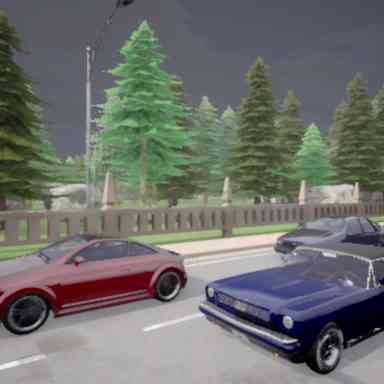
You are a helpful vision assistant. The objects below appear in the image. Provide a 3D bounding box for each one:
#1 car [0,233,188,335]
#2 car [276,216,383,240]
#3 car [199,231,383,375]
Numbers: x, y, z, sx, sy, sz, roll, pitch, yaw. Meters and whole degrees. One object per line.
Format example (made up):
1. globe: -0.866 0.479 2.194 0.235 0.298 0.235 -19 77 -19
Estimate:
1. car: -2.143 1.574 6.760 4.181 1.385 1.994 0 0 -36
2. car: 5.390 1.594 12.130 5.357 1.411 2.033 0 0 -35
3. car: 2.450 1.623 5.738 4.718 1.301 1.895 0 0 -35
